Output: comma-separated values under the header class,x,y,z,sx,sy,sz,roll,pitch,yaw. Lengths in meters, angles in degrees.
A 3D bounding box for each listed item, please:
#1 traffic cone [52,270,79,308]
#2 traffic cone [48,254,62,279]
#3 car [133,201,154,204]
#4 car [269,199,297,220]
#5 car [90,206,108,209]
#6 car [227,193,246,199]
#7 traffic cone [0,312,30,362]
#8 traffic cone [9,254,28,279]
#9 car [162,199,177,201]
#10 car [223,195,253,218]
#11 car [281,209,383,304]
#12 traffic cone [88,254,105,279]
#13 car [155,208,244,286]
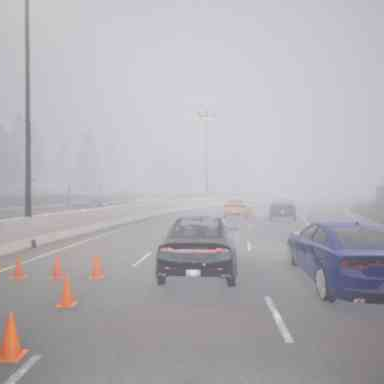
class,x,y,z,sx,sy,sz,roll,pitch,yaw
traffic cone,-2.431,1.903,6.482,0.340,0.580,0.340,0,0,0
traffic cone,-3.427,1.888,8.484,0.340,0.580,0.340,0,0,0
car,-5.813,1.174,42.031,1.812,1.442,4.674,0,0,24
car,6.953,1.244,25.473,1.882,1.535,5.008,0,0,16
car,-11.279,1.243,37.864,2.033,1.411,5.357,0,1,20
car,9.795,0.892,73.214,1.895,1.301,4.718,0,1,40
traffic cone,-2.436,1.921,4.482,0.340,0.580,0.340,0,0,0
traffic cone,-4.427,1.890,8.487,0.340,0.580,0.340,0,0,0
car,-2.273,1.247,41.520,1.895,1.301,4.718,0,1,24
car,3.810,1.236,27.137,1.882,1.535,5.008,0,0,16
car,3.634,1.401,8.010,1.882,1.535,5.008,0,0,5
traffic cone,-2.427,1.886,8.482,0.340,0.580,0.340,0,0,0
car,0.239,1.411,9.183,2.128,1.511,4.902,0,0,5
